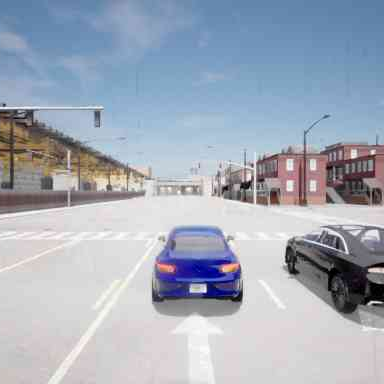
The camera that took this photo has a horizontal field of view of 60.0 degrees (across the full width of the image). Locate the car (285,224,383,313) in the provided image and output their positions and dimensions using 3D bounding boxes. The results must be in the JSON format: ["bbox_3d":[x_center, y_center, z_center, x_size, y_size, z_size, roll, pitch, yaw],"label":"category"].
[{"bbox_3d":[3.609,1.491,7.650,2.128,1.511,4.902,0,0,-1],"label":"car"}]

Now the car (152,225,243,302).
[{"bbox_3d":[0.106,1.526,8.142,1.812,1.442,4.674,0,0,0],"label":"car"}]
